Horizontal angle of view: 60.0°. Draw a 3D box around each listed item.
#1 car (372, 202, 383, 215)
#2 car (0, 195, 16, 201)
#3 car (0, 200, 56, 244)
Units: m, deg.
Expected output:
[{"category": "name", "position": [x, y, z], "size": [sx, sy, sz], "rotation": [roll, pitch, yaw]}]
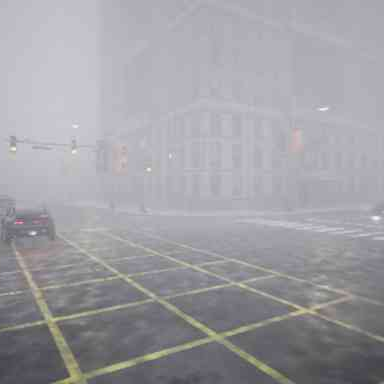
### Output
[{"category": "car", "position": [16.305, 1.056, 25.945], "size": [5.357, 1.411, 2.033], "rotation": [-1, 1, -33]}, {"category": "car", "position": [-18.981, 1.083, 33.722], "size": [2.128, 1.511, 4.902], "rotation": [-1, 1, -32]}, {"category": "car", "position": [-7.409, 1.315, 14.937], "size": [1.837, 1.490, 4.892], "rotation": [-1, 1, -32]}]
